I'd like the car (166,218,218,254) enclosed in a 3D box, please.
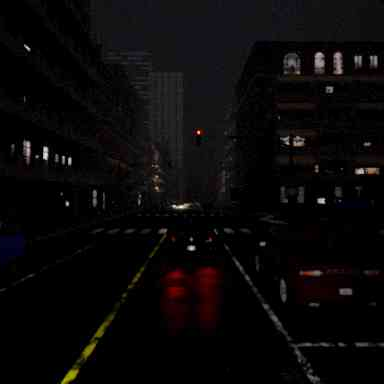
[{"bbox_3d":[0.007,1.734,14.101,1.895,1.301,4.718,0,-1,0],"label":"car"}]

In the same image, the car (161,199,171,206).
[{"bbox_3d":[-5.722,2.306,73.610,1.802,1.307,4.206,-1,-1,0],"label":"car"}]

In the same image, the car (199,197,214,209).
[{"bbox_3d":[2.662,1.994,57.026,1.967,1.590,4.097,-1,-1,0],"label":"car"}]

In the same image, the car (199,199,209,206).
[{"bbox_3d":[2.658,2.275,73.607,2.008,1.369,4.403,-1,-1,0],"label":"car"}]

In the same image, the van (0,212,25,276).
[{"bbox_3d":[-5.701,1.417,8.028,1.690,1.788,3.998,0,-1,0],"label":"van"}]

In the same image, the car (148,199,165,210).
[{"bbox_3d":[-5.714,2.049,51.500,2.008,1.369,4.403,-1,-1,0],"label":"car"}]

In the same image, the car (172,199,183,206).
[{"bbox_3d":[-3.026,2.192,72.935,1.882,1.535,5.008,0,-1,0],"label":"car"}]

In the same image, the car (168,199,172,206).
[{"bbox_3d":[-5.722,2.108,68.083,1.967,1.590,4.097,-1,-1,0],"label":"car"}]

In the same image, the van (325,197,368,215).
[{"bbox_3d":[15.630,1.353,33.607,3.998,1.788,1.690,-1,1,-1],"label":"van"}]

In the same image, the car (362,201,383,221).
[{"bbox_3d":[15.755,1.567,25.231,4.313,1.339,1.947,-1,1,-1],"label":"car"}]

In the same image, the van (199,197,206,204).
[{"bbox_3d":[2.652,2.181,84.664,1.690,1.788,3.998,-1,-1,0],"label":"van"}]

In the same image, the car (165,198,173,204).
[{"bbox_3d":[-5.726,2.364,84.495,1.752,1.417,4.829,-1,-1,0],"label":"car"}]

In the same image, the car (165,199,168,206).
[{"bbox_3d":[-5.717,2.120,57.027,1.947,1.339,4.313,-1,-1,0],"label":"car"}]

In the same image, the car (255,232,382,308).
[{"bbox_3d":[2.680,1.621,8.028,1.887,1.381,4.507,0,-1,0],"label":"car"}]
